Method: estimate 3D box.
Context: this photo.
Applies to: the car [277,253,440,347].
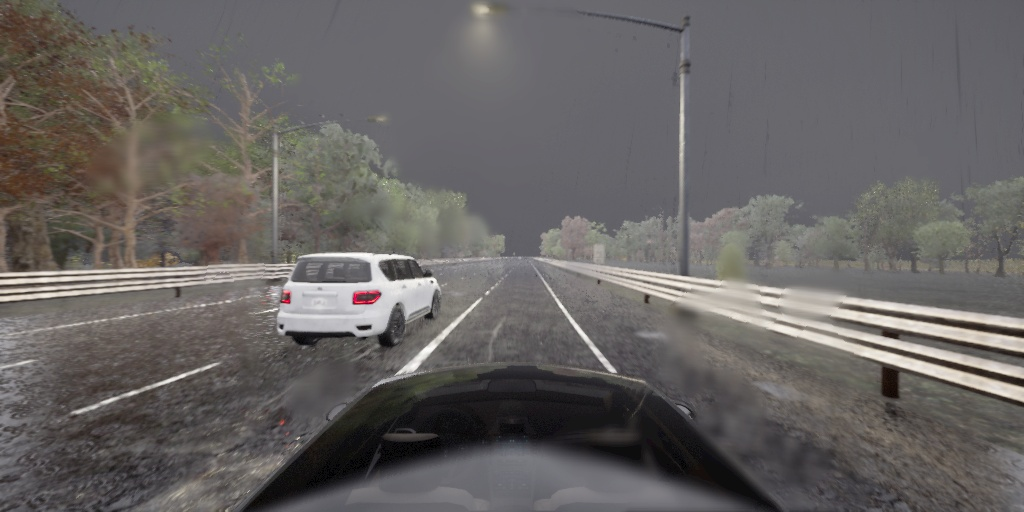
[{"bbox_3d":[-3.490,0.956,9.381,2.150,2.045,5.566,0,0,2],"label":"car"}]
